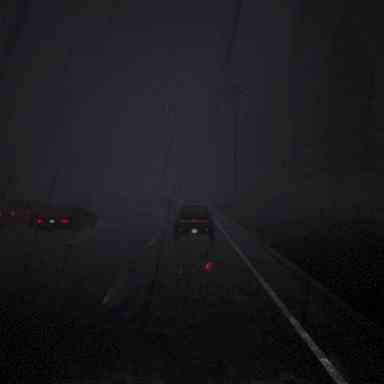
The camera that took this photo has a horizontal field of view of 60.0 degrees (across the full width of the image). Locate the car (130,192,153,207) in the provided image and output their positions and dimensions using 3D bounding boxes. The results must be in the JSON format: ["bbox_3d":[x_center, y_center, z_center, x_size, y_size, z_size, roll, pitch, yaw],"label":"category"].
[{"bbox_3d":[-6.910,1.045,47.533,2.150,2.045,5.566,0,0,0],"label":"car"}]

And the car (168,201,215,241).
[{"bbox_3d":[0.098,1.431,16.459,2.128,1.511,4.902,0,0,0],"label":"car"}]

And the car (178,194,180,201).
[{"bbox_3d":[-3.516,1.196,75.441,1.882,1.535,5.008,0,0,0],"label":"car"}]

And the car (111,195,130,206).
[{"bbox_3d":[-10.409,1.320,50.152,1.837,1.490,4.892,0,0,0],"label":"car"}]

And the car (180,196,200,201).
[{"bbox_3d":[0.083,1.357,36.109,2.128,1.511,4.902,0,0,0],"label":"car"}]

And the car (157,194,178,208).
[{"bbox_3d":[-3.408,1.186,44.721,2.097,1.767,4.553,0,0,0],"label":"car"}]

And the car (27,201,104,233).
[{"bbox_3d":[-6.903,1.479,18.888,2.033,1.411,5.357,0,0,0],"label":"car"}]

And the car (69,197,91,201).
[{"bbox_3d":[-13.908,1.351,41.288,1.837,1.490,4.892,0,-1,0],"label":"car"}]

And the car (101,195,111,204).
[{"bbox_3d":[-14.011,1.299,56.398,1.837,1.490,4.892,0,0,0],"label":"car"}]

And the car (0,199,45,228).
[{"bbox_3d":[-10.404,1.275,21.470,2.097,1.767,4.553,0,0,0],"label":"car"}]
